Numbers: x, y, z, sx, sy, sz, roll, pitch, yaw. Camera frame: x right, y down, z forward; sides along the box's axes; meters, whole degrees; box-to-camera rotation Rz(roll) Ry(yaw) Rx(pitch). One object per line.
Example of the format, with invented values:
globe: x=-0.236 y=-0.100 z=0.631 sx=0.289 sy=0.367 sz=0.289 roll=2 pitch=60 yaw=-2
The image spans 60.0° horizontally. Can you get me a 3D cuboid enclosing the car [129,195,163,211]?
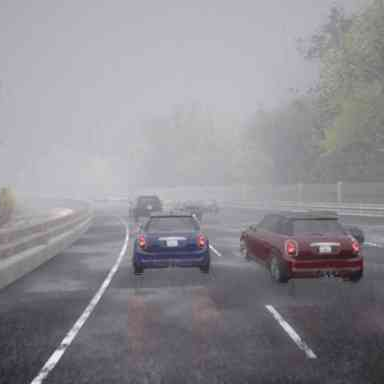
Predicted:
car: x=-3.873 y=1.296 z=27.418 sx=2.150 sy=2.045 sz=5.566 roll=0 pitch=0 yaw=-16

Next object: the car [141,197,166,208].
car: x=-6.043 y=1.626 z=51.643 sx=2.128 sy=1.511 sz=4.902 roll=0 pitch=0 yaw=-28

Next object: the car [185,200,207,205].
car: x=-0.505 y=1.568 z=28.242 sx=1.837 sy=1.490 sz=4.892 roll=0 pitch=0 yaw=-15

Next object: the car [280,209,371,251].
car: x=5.771 y=1.575 z=15.024 sx=1.994 sy=1.385 sz=4.181 roll=0 pitch=0 yaw=-8

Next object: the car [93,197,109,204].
car: x=-19.971 y=1.832 z=72.576 sx=1.895 sy=1.301 sz=4.718 roll=0 pitch=0 yaw=-39

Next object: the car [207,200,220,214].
car: x=1.299 y=1.597 z=35.488 sx=1.812 sy=1.442 sz=4.674 roll=0 pitch=0 yaw=-23

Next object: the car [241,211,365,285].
car: x=2.891 y=1.362 z=9.807 sx=2.097 sy=1.767 sz=4.553 roll=0 pitch=0 yaw=-5

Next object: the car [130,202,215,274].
car: x=-0.725 y=1.379 z=10.877 sx=2.097 sy=1.767 sz=4.553 roll=0 pitch=0 yaw=-6
